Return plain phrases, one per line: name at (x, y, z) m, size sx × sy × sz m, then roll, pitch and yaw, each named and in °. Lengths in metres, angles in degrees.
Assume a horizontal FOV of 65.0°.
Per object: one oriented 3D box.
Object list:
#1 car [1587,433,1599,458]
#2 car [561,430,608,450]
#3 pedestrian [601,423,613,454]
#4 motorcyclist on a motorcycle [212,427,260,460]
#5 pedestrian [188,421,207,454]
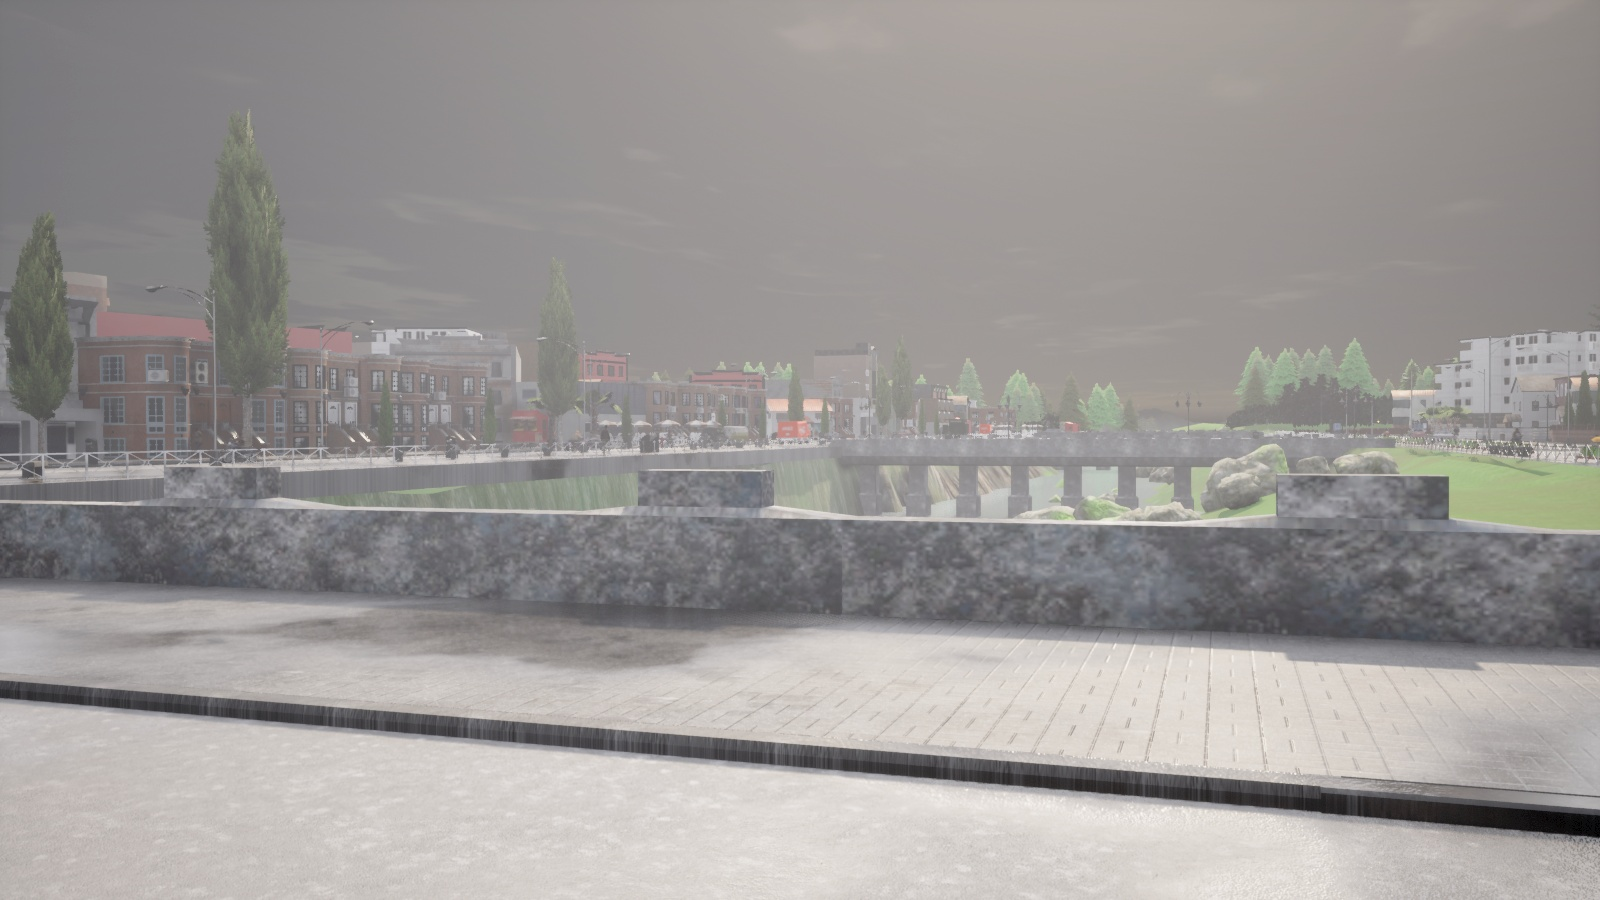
car at (50.067, -0.279, 76.998) m, size 1.801 × 1.575 × 5.366 m, roll 1°, pitch 1°, yaw 19°
car at (-16.669, -0.777, 97.121) m, size 1.816 × 1.474 × 4.193 m, roll 1°, pitch 1°, yaw 19°
pedestrian at (-11.369, -0.690, 73.937) m, size 0.431 × 1.840 × 0.703 m, roll 0°, pitch 1°, yaw 17°
motorcyclist on a motorcycle at (-28.197, -0.335, 62.802) m, size 0.766 × 1.649 × 2.350 m, roll 1°, pitch 1°, yaw 19°
pedestrian at (-33.029, -0.690, 68.854) m, size 0.328 × 1.805 × 0.869 m, roll 1°, pitch 1°, yaw 28°
